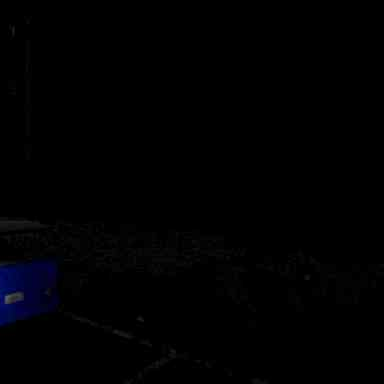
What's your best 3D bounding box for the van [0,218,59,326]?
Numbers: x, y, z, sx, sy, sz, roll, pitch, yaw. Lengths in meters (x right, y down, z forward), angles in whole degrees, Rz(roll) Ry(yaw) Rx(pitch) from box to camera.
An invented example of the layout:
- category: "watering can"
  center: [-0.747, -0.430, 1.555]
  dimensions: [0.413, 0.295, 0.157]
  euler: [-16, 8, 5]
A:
- category: "van"
  center: [-4.153, 1.344, 6.049]
  dimensions: [3.998, 1.788, 1.690]
  euler: [0, 0, 36]
